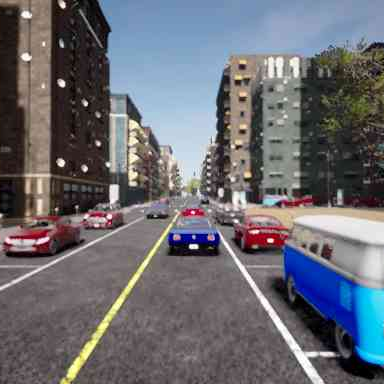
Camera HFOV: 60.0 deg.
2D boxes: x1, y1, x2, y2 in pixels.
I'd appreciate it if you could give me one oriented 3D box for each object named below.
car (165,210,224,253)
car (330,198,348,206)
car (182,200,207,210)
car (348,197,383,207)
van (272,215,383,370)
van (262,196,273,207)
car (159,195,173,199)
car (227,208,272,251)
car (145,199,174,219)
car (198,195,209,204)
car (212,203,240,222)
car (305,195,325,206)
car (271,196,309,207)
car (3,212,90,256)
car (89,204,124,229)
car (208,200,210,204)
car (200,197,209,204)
[{"bbox_3d":[0.081,1.654,13.995,1.895,1.301,4.718,0,0,0],"label":"car"},{"bbox_3d":[24.816,1.615,54.976,4.507,1.381,1.887,0,-1,0],"label":"car"},{"bbox_3d":[0.079,1.677,29.449,1.994,1.385,4.181,0,0,0],"label":"car"},{"bbox_3d":[24.754,1.356,46.598,4.097,1.590,1.967,0,-1,0],"label":"car"},{"bbox_3d":[2.731,1.363,5.582,1.690,1.788,3.998,1,0,0],"label":"van"},{"bbox_3d":[13.759,1.496,55.057,3.998,1.788,1.690,0,-1,0],"label":"van"},{"bbox_3d":[-5.681,1.580,68.275,2.192,1.841,5.009,1,0,0],"label":"car"},{"bbox_3d":[2.784,1.598,14.042,1.887,1.381,4.507,1,0,0],"label":"car"},{"bbox_3d":[-3.069,1.666,30.836,2.033,1.411,5.357,0,0,0],"label":"car"},{"bbox_3d":[2.695,1.831,68.235,1.947,1.339,4.313,1,0,0],"label":"car"},{"bbox_3d":[2.828,1.644,24.472,2.008,1.369,4.403,1,0,0],"label":"car"},{"bbox_3d":[19.287,1.428,55.018,5.009,1.841,2.192,0,-1,0],"label":"car"},{"bbox_3d":[13.699,1.583,46.675,4.206,1.307,1.802,0,-1,0],"label":"car"},{"bbox_3d":[-5.760,1.633,13.332,1.802,1.307,4.206,1,0,0],"label":"car"},{"bbox_3d":[-5.809,1.525,22.237,1.967,1.590,4.097,1,0,0],"label":"car"},{"bbox_3d":[2.828,1.666,30.042,2.008,1.369,4.403,1,0,0],"label":"car"},{"bbox_3d":[2.695,1.869,73.806,1.802,1.307,4.206,1,0,0],"label":"car"}]
